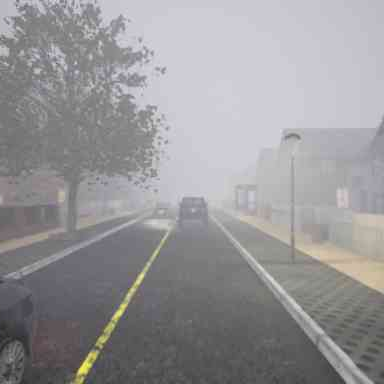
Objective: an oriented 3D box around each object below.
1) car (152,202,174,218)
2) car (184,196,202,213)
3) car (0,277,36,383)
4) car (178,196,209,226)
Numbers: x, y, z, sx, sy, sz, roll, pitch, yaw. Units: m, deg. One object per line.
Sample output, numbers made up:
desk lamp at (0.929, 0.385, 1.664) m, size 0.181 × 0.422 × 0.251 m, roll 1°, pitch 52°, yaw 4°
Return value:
car at (-2.844, 1.730, 33.180) m, size 2.128 × 1.511 × 4.902 m, roll 0°, pitch -1°, yaw 0°
car at (0.098, 1.555, 42.598) m, size 2.150 × 2.045 × 5.566 m, roll 0°, pitch -1°, yaw 0°
car at (-2.840, 1.505, 2.158) m, size 2.128 × 1.511 × 4.902 m, roll 0°, pitch 0°, yaw 0°
car at (0.098, 1.383, 25.017) m, size 2.150 × 2.045 × 5.566 m, roll 0°, pitch -1°, yaw 0°
